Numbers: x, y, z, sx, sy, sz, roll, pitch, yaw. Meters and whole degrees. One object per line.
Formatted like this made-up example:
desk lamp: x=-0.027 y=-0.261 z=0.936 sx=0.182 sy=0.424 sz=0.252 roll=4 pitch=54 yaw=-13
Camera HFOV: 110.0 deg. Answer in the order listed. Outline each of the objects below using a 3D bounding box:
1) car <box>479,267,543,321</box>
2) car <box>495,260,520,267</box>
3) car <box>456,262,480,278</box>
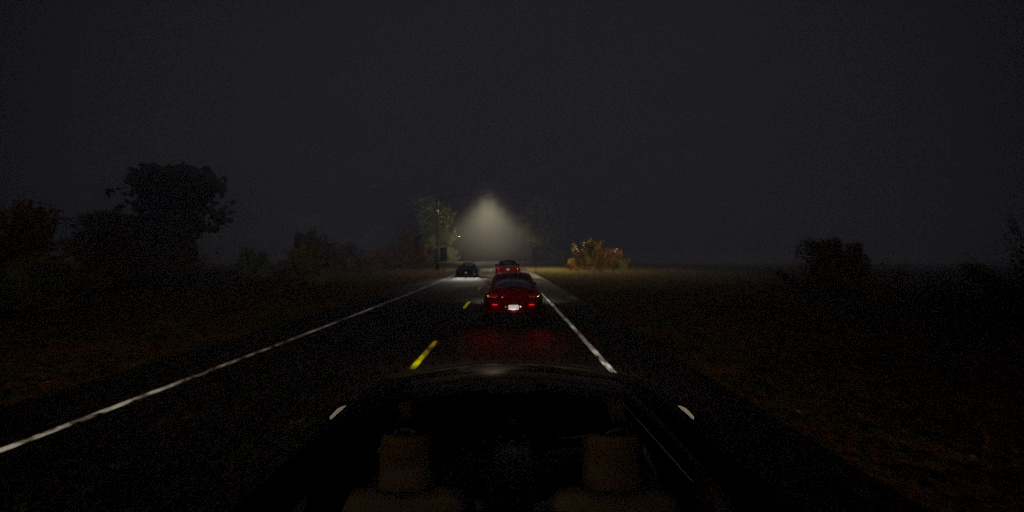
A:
car: x=0.017 y=1.272 z=12.343 sx=1.812 sy=1.442 sz=4.674 roll=0 pitch=0 yaw=-1
car: x=-0.378 y=1.081 z=30.869 sx=2.097 sy=1.767 sz=4.553 roll=0 pitch=0 yaw=-2
car: x=-4.092 y=1.292 z=33.652 sx=1.994 sy=1.385 sz=4.181 roll=0 pitch=0 yaw=-1
